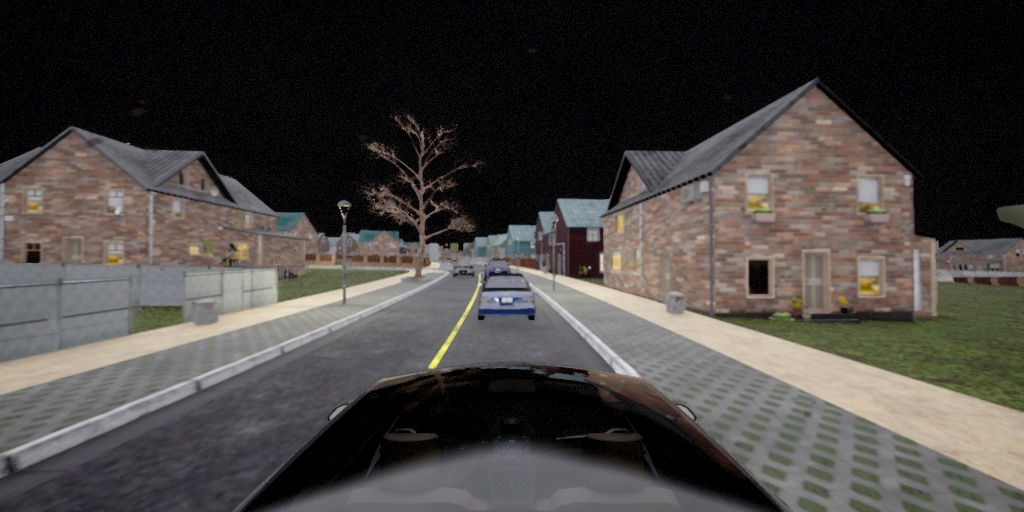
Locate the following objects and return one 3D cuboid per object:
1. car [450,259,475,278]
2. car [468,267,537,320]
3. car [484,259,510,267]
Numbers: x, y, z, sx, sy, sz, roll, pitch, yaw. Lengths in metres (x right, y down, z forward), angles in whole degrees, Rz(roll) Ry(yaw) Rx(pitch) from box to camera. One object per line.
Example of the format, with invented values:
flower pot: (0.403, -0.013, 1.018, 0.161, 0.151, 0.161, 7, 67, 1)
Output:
car: (-4.397, 1.260, 33.046, 1.994, 1.385, 4.181, 0, 0, -5)
car: (-0.209, 1.279, 12.589, 2.033, 1.411, 5.357, 0, 0, -2)
car: (-1.214, 1.055, 29.376, 2.097, 1.767, 4.553, 0, 0, -4)
